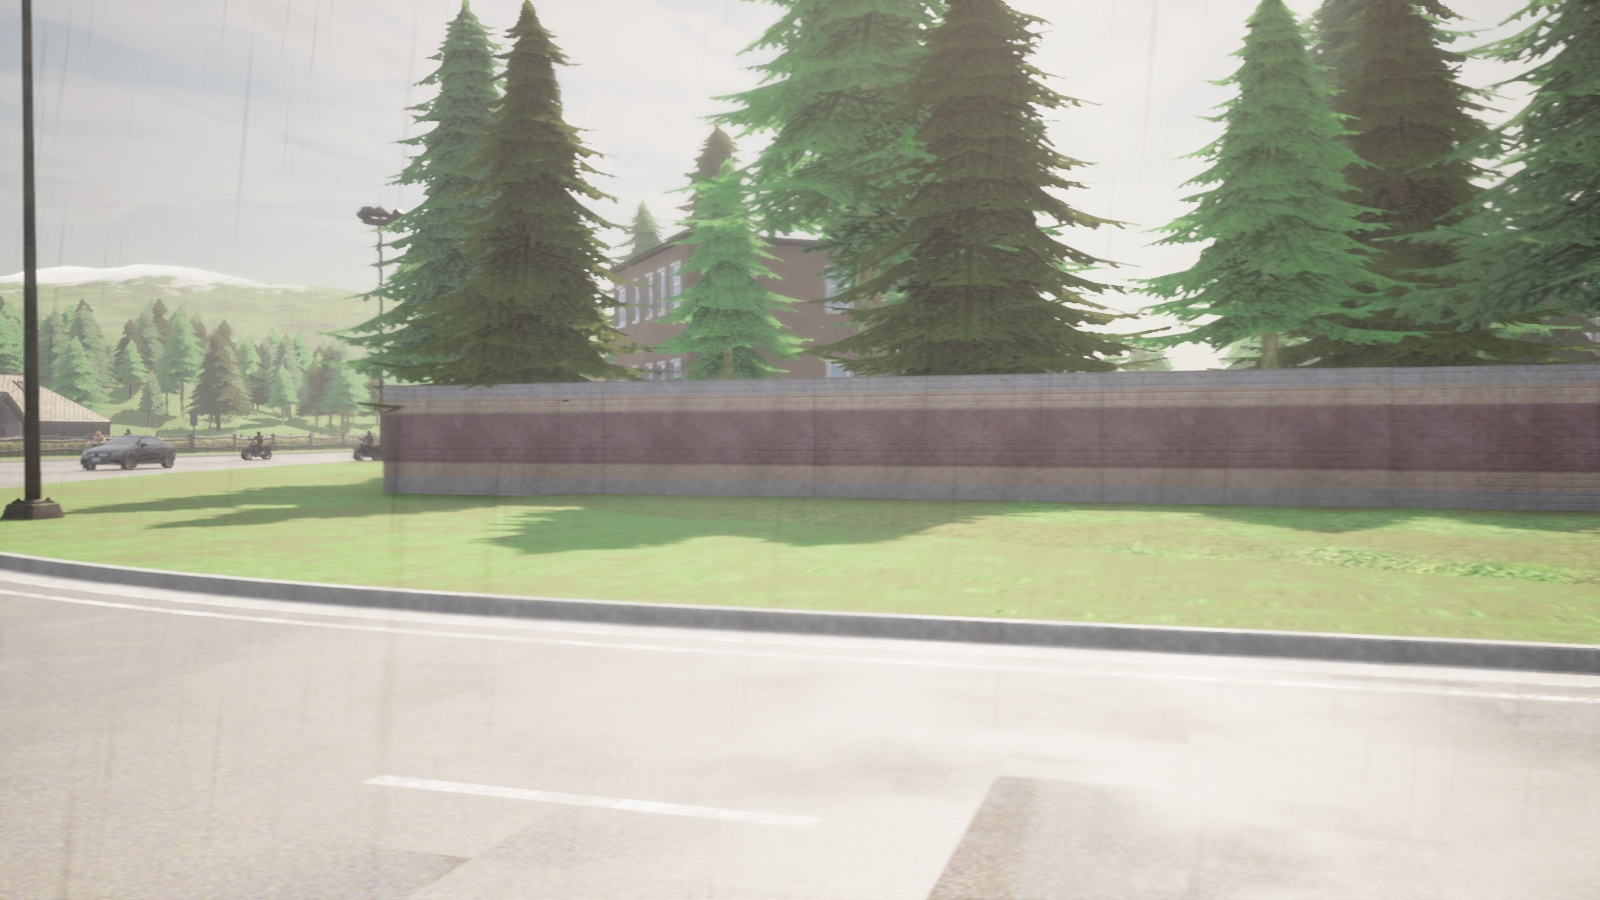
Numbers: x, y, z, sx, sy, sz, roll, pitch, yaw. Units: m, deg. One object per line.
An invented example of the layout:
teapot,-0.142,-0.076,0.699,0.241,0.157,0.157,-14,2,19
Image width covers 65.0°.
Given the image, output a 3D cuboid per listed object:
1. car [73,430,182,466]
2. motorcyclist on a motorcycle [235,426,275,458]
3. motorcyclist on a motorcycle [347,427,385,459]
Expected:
car,-27.956,-0.121,52.367,1.812,1.442,4.674,0,1,4
motorcyclist on a motorcycle,-29.408,-0.452,67.792,0.766,1.649,2.350,1,1,13
motorcyclist on a motorcycle,-22.703,-0.387,65.669,0.766,1.649,2.350,1,1,12
